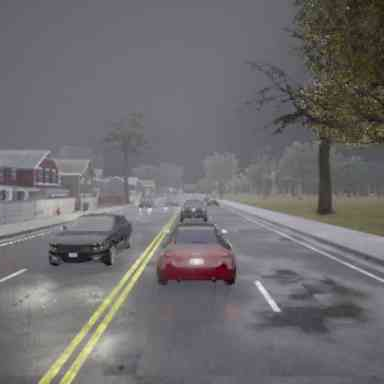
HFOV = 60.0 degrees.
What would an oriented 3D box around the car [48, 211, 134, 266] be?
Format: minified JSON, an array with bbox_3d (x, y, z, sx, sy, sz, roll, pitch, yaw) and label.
[{"bbox_3d":[-3.345,1.502,11.850,1.882,1.535,5.008,0,0,0],"label":"car"}]

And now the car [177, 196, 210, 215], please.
[{"bbox_3d":[0.117,1.409,27.400,2.097,1.767,4.553,0,0,0],"label":"car"}]

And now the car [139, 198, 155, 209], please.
[{"bbox_3d":[-6.549,1.642,48.637,2.033,1.411,5.357,0,0,0],"label":"car"}]

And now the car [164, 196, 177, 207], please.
[{"bbox_3d":[-3.286,1.454,52.752,2.097,1.767,4.553,0,0,0],"label":"car"}]

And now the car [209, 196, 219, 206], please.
[{"bbox_3d":[3.386,1.634,55.818,1.812,1.442,4.674,0,0,0],"label":"car"}]

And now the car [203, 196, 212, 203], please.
[{"bbox_3d":[3.294,1.635,72.143,1.837,1.490,4.892,0,0,0],"label":"car"}]

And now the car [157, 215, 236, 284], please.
[{"bbox_3d":[0.108,1.584,9.692,1.994,1.385,4.181,0,0,0],"label":"car"}]
